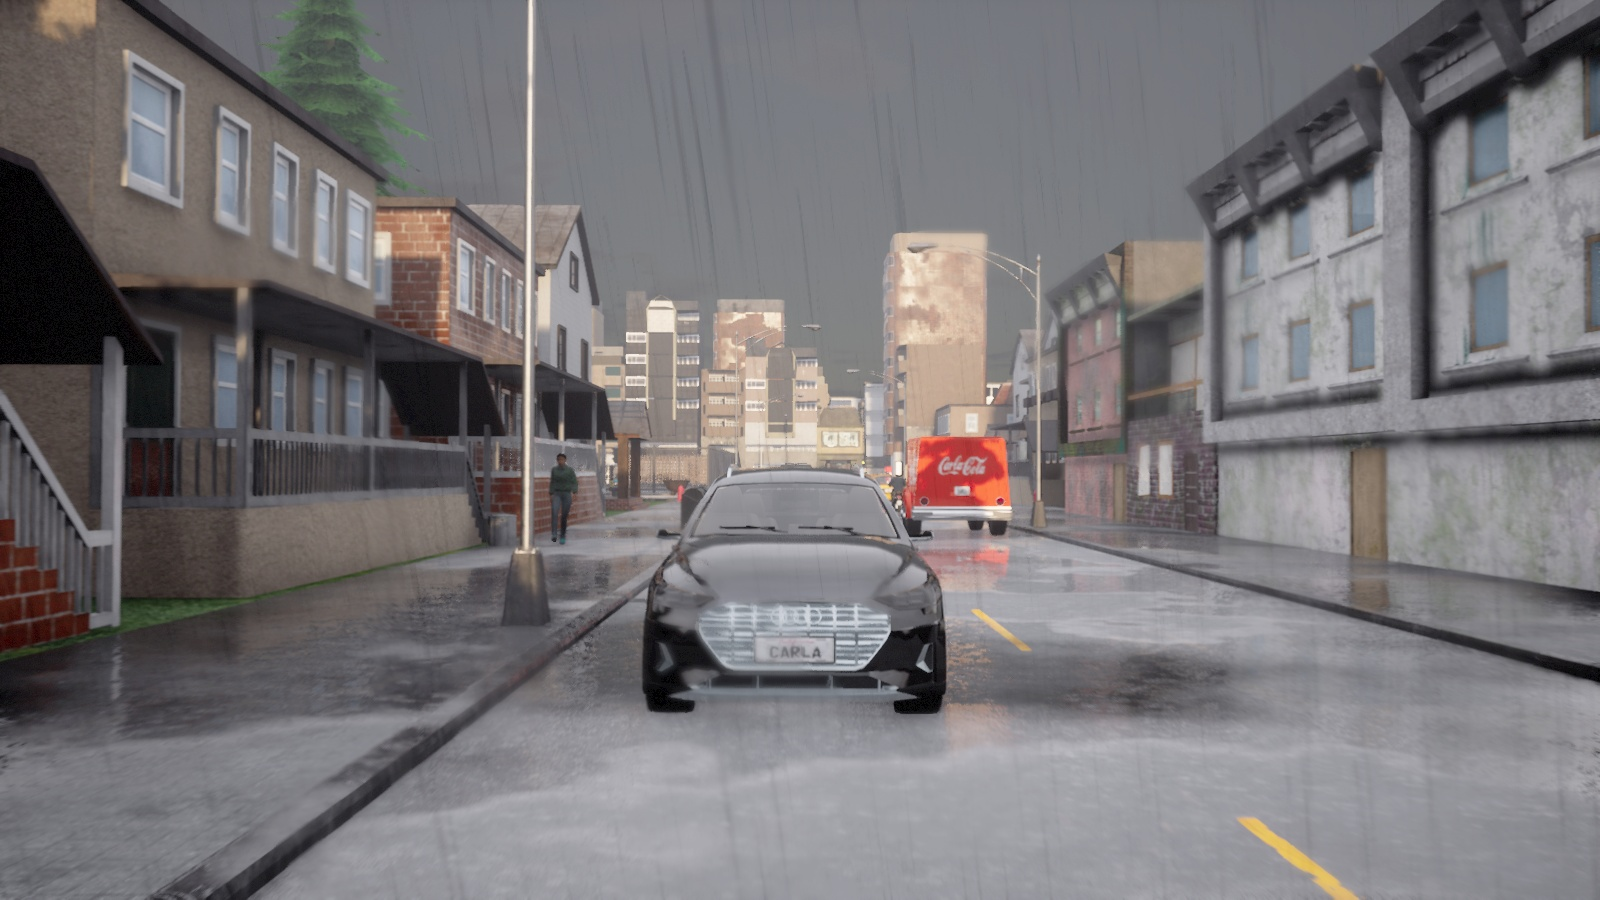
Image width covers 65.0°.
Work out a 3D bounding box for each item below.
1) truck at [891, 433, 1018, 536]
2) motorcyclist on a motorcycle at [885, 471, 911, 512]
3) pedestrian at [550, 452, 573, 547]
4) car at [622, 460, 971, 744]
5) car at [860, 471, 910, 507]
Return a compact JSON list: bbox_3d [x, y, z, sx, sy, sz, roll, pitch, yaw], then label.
[{"bbox_3d":[3.896,0.880,32.760,2.627,2.467,5.204,0,-1,0],"label":"truck"},{"bbox_3d":[3.847,1.608,49.394,0.866,1.590,1.817,0,-1,0],"label":"motorcyclist on a motorcycle"},{"bbox_3d":[-4.714,0.973,24.807,0.353,1.847,0.614,0,-1,-1],"label":"pedestrian"},{"bbox_3d":[-0.030,0.913,9.762,2.033,1.649,4.856,0,-1,0],"label":"car"},{"bbox_3d":[3.831,1.729,57.194,1.801,1.575,5.366,0,-1,-1],"label":"car"}]
